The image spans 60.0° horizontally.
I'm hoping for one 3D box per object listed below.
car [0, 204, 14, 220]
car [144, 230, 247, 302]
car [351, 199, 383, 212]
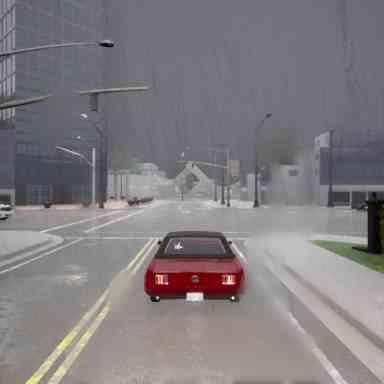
[{"bbox_3d":[-17.330,1.331,26.614,5.566,2.045,2.150,0,0,0],"label":"car"},{"bbox_3d":[0.070,1.601,8.214,1.895,1.301,4.718,0,0,0],"label":"car"},{"bbox_3d":[20.976,1.497,37.637,5.357,1.411,2.033,0,0,-1],"label":"car"}]
